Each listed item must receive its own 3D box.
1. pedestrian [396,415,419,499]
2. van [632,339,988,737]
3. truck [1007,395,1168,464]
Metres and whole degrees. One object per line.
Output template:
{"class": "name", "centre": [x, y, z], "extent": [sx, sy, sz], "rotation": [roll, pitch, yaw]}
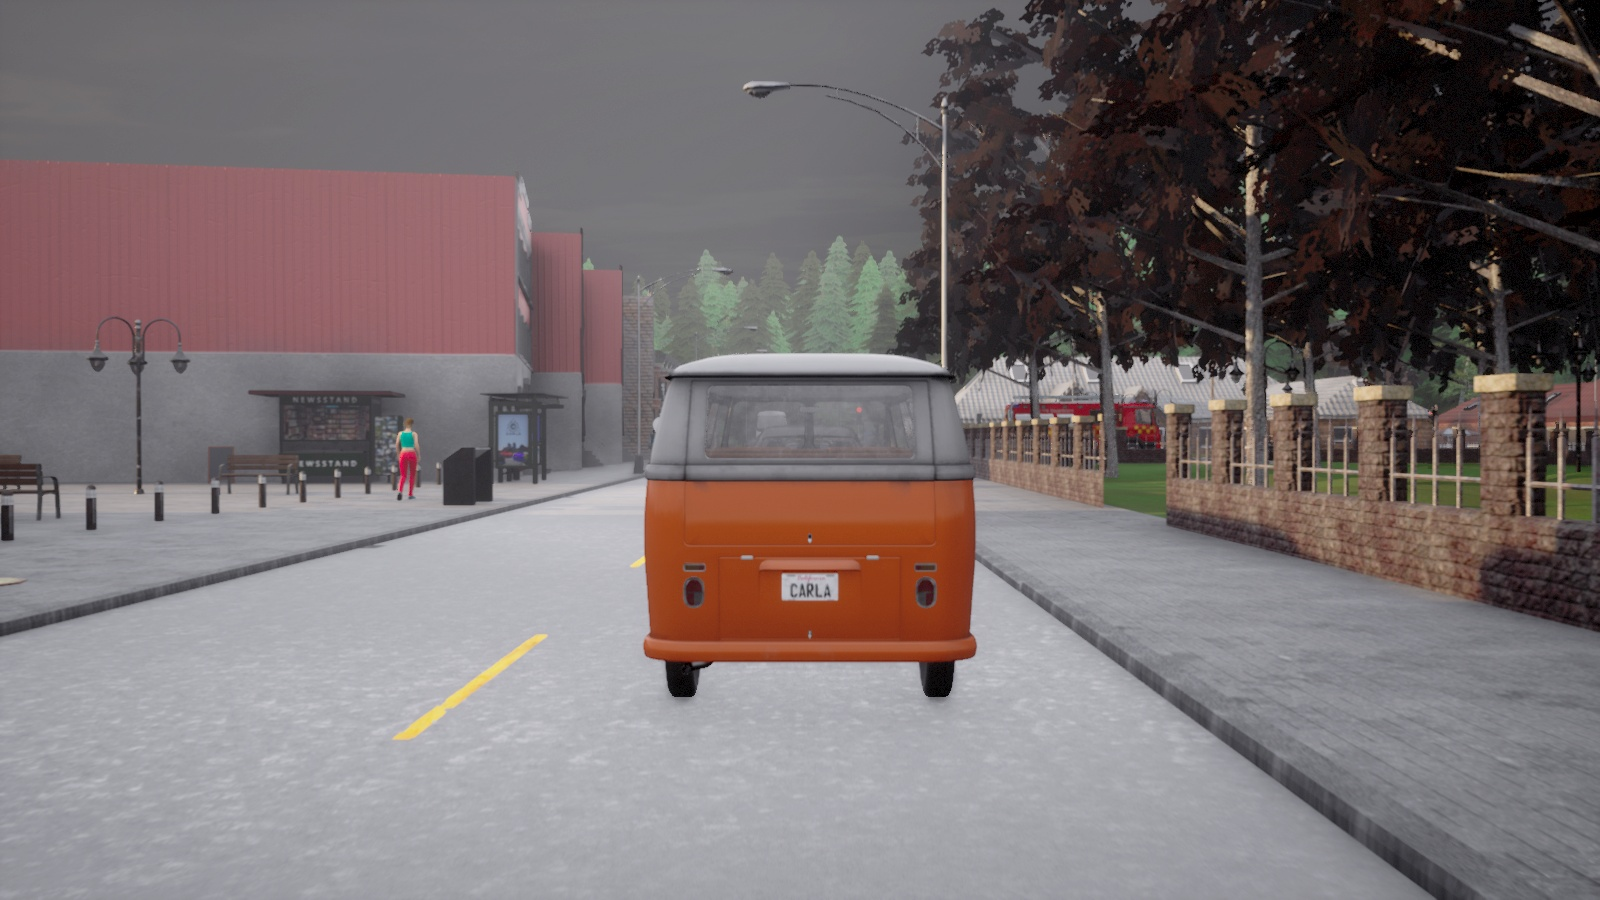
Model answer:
{"class": "pedestrian", "centre": [-8.684, 0.150, 27.801], "extent": [0.345, 1.836, 0.594], "rotation": [0, 1, -2]}
{"class": "van", "centre": [0.063, 0.409, 8.483], "extent": [1.775, 1.987, 4.442], "rotation": [0, 1, 0]}
{"class": "truck", "centre": [16.230, -1.173, 71.378], "extent": [8.468, 3.827, 2.891], "rotation": [0, 1, -1]}
